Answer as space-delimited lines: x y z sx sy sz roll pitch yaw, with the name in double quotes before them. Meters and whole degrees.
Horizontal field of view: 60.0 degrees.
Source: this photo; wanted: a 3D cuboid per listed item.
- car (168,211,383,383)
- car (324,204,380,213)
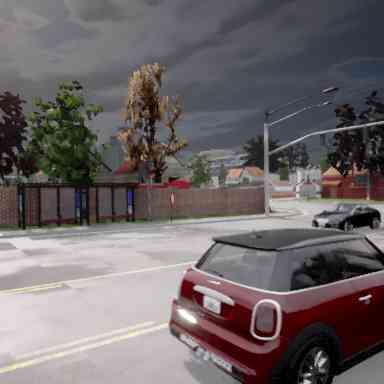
"car" 1.968 1.348 5.158 4.553 1.767 2.097 0 0 -35
"car" 8.811 1.423 18.840 4.902 1.511 2.128 0 0 -35
